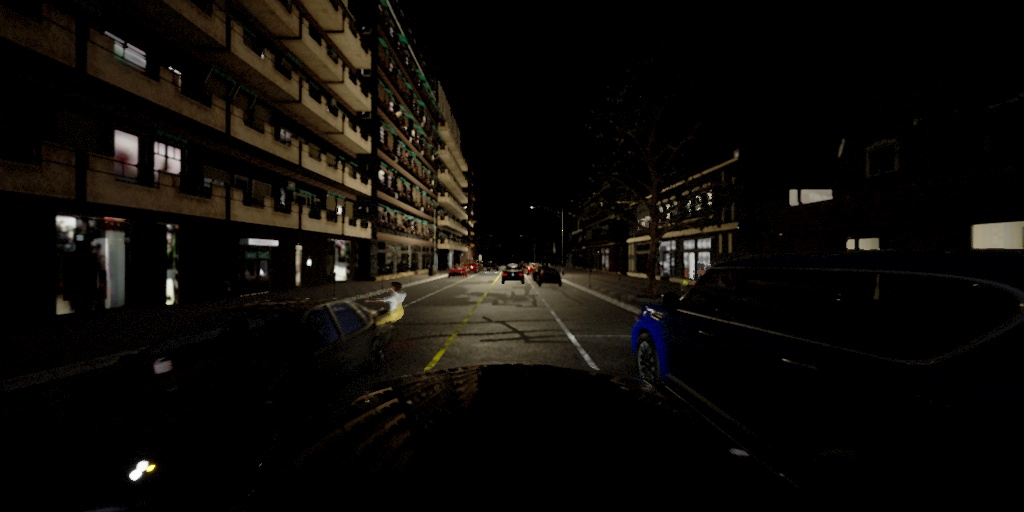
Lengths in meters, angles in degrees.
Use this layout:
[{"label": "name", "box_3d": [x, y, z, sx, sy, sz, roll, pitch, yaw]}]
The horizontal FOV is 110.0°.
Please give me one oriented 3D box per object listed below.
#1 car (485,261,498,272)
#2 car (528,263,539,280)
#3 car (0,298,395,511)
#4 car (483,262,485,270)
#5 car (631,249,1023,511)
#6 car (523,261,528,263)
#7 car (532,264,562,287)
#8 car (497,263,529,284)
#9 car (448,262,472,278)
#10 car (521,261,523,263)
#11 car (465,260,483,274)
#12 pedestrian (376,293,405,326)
[{"label": "car", "box_3d": [-3.043, 1.713, 56.561, 1.837, 1.490, 4.892, 0, -1, 0]}, {"label": "car", "box_3d": [2.694, 1.560, 32.319, 1.948, 1.339, 4.313, 0, 0, 0]}, {"label": "car", "box_3d": [-3.177, 1.322, 4.855, 2.033, 1.411, 5.357, 0, 0, -1]}, {"label": "car", "box_3d": [-5.684, 1.634, 55.110, 1.967, 1.591, 4.097, 0, 0, 0]}, {"label": "car", "box_3d": [3.000, 0.988, 3.490, 2.150, 2.045, 5.566, 0, 0, 0]}, {"label": "car", "box_3d": [2.695, 1.533, 43.712, 1.967, 1.591, 4.097, 0, 0, 0]}, {"label": "car", "box_3d": [2.693, 1.528, 26.623, 1.802, 1.307, 4.207, 0, 0, 0]}, {"label": "car", "box_3d": [0.091, 1.523, 30.079, 2.033, 1.411, 5.357, 0, 0, 0]}, {"label": "car", "box_3d": [-5.687, 1.625, 38.020, 1.802, 1.307, 4.207, 0, 0, 0]}, {"label": "car", "box_3d": [0.086, 1.655, 45.364, 2.033, 1.411, 5.357, 0, -1, 0]}, {"label": "car", "box_3d": [-5.685, 1.458, 49.413, 2.192, 1.841, 5.009, 0, 0, 0]}, {"label": "pedestrian", "box_3d": [-2.061, 1.406, 6.310, 0.375, 1.300, 0.375, 21, 24, 40]}]
